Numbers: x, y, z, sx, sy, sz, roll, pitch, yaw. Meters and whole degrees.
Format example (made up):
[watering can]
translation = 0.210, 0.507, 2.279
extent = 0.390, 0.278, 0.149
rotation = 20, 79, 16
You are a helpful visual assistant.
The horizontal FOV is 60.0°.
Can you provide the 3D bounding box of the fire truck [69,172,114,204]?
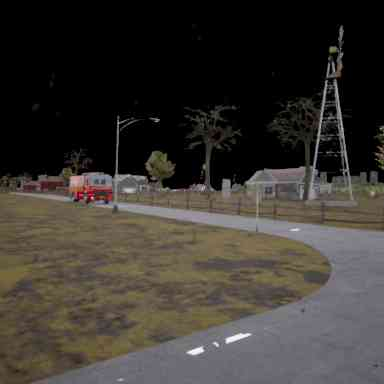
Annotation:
[fire truck]
translation = -12.904, -0.539, 42.066
extent = 2.891, 3.827, 8.468
rotation = 2, 0, -35
